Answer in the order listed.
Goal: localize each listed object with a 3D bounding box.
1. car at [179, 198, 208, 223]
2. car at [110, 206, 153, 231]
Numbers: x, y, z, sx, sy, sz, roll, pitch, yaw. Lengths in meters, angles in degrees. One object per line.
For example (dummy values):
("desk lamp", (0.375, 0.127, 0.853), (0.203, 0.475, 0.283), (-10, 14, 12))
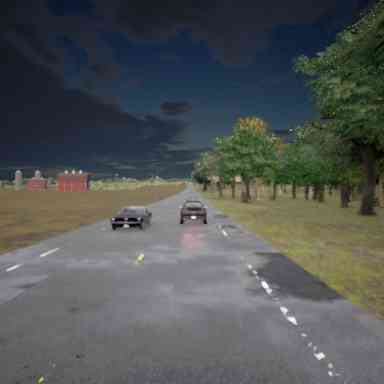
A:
("car", (0.104, 1.430, 24.471), (1.837, 1.490, 4.892), (0, 0, 0))
("car", (-3.589, 1.545, 20.357), (1.895, 1.301, 4.718), (0, 0, 0))
